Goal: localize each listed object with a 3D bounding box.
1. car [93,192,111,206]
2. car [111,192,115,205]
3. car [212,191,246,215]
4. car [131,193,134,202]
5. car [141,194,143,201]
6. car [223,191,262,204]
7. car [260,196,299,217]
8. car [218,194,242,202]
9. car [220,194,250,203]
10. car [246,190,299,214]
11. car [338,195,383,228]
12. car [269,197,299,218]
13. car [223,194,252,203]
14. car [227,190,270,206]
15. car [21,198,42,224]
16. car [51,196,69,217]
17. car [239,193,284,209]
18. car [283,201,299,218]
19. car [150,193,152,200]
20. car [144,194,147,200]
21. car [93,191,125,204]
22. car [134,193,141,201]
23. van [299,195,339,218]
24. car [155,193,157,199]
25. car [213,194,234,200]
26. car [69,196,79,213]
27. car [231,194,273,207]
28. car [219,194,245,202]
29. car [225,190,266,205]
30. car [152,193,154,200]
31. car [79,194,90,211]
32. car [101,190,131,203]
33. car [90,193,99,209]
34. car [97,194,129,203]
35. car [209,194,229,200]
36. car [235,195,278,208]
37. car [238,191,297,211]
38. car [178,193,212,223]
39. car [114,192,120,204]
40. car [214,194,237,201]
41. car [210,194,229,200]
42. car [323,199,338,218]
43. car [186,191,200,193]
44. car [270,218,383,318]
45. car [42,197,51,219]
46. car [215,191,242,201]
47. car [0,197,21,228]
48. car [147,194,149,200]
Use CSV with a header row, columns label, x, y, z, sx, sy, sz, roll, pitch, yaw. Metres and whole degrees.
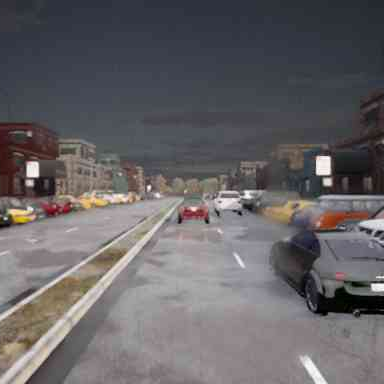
label,x,y,z,sx,sy,sz,roll,pitch,yaw
car,-12.994,1.086,40.257,5.366,1.575,1.946,0,1,0
car,-12.806,1.106,43.027,4.674,1.452,2.002,0,1,0
car,3.110,0.955,29.800,2.150,2.045,5.566,0,1,0
car,-12.741,0.941,56.790,4.553,1.767,2.185,0,0,0
car,-12.939,1.125,65.250,5.366,1.575,1.946,0,0,0
car,7.628,0.805,50.943,5.566,2.045,2.435,0,0,0
car,7.833,1.283,23.381,5.366,1.575,1.946,0,1,0
car,7.658,1.186,67.479,4.674,1.452,2.002,0,0,0
car,7.653,1.088,59.207,5.008,1.535,2.097,0,0,0
car,7.622,0.941,31.652,5.566,2.045,2.435,0,1,0
car,7.616,1.163,9.588,5.566,2.045,2.435,0,0,0
car,7.832,1.312,20.622,5.366,1.575,1.946,0,1,0
car,7.655,1.113,56.452,4.674,1.452,2.002,0,0,0
car,7.626,0.815,45.432,5.566,2.045,2.435,0,0,0
car,-12.667,1.308,20.802,5.366,1.575,1.946,0,1,0
car,-12.835,1.249,26.237,5.008,1.535,2.097,0,1,0
car,7.683,1.003,37.165,4.553,1.767,2.185,0,1,0
car,7.644,1.382,17.866,4.674,1.452,2.002,0,1,0
car,-12.753,1.274,79.018,4.792,1.488,2.163,0,-1,0
car,-12.713,1.201,70.682,4.792,1.488,2.163,0,0,0
car,-12.977,1.043,48.459,5.366,1.575,1.946,0,0,0
car,-12.766,1.108,62.470,4.892,1.521,2.231,0,0,0
van,7.529,1.142,15.105,4.442,1.987,1.878,0,1,0
car,-12.728,1.384,90.134,4.792,1.488,2.163,0,-1,0
car,7.694,1.289,81.264,4.792,1.488,2.163,0,-1,0
car,-12.863,1.246,29.018,4.792,1.488,2.163,0,1,0
car,7.648,1.079,42.676,5.008,1.535,2.097,0,0,0
car,7.689,1.156,64.722,4.792,1.488,2.163,0,0,0
car,7.627,0.805,48.185,5.566,2.045,2.435,0,0,0
car,-12.712,1.272,81.923,5.008,1.535,2.097,0,-1,0
car,-12.834,1.184,31.796,4.892,1.521,2.231,0,1,0
car,-12.757,0.794,51.237,5.566,2.045,2.435,0,0,0
car,-12.827,1.148,34.700,5.008,1.535,2.097,0,1,0
car,-12.777,1.092,54.011,4.674,1.452,2.002,0,0,0
car,7.483,1.369,92.292,5.366,1.575,1.946,0,-1,0
car,7.682,1.133,39.924,4.792,1.488,2.163,0,1,0
car,7.680,0.909,34.409,5.566,2.045,2.435,0,1,0
car,0.108,1.153,23.894,2.097,1.767,4.553,0,1,0
car,-12.795,1.092,45.685,4.674,1.452,2.002,0,0,0
car,7.658,1.211,75.750,5.008,1.535,2.097,0,-1,0
car,7.854,1.400,95.055,5.366,1.575,1.946,0,-1,0
car,7.676,1.266,12.348,4.553,1.767,2.185,0,1,0
car,0.107,0.839,40.801,2.150,2.045,5.566,0,1,0
car,3.103,1.514,7.439,1.994,1.385,4.181,0,0,0
car,-12.878,1.155,23.458,4.553,1.767,2.185,0,1,0
car,7.690,0.916,70.238,5.566,2.045,2.435,0,0,0
car,-12.828,1.087,18.017,5.566,2.045,2.435,0,1,0
car,-12.741,1.195,73.460,5.008,1.535,2.097,0,0,0
